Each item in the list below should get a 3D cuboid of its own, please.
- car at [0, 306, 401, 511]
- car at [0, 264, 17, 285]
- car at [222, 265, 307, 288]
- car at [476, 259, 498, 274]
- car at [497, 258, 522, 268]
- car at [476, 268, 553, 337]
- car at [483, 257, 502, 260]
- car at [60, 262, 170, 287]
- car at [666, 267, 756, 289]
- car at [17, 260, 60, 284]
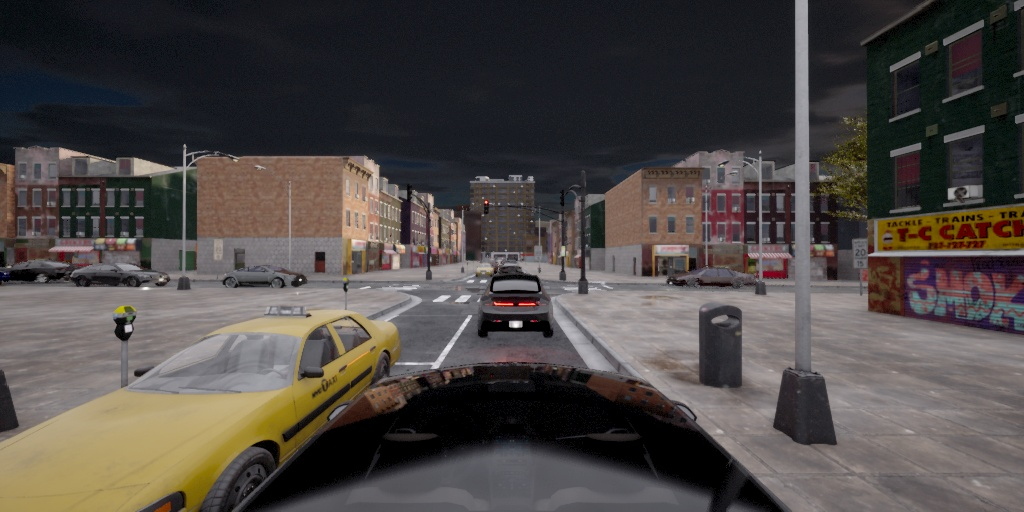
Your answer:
[{"bbox_3d":[-2.640,1.275,3.937,1.751,1.417,4.829,0,0,0],"label":"car"},{"bbox_3d":[-32.919,1.144,21.071,4.718,1.301,1.895,0,0,0],"label":"car"},{"bbox_3d":[-14.501,1.220,21.183,4.181,1.385,1.994,0,0,0],"label":"car"},{"bbox_3d":[-2.678,1.302,35.894,1.751,1.417,4.829,0,0,0],"label":"car"},{"bbox_3d":[-0.116,1.248,32.705,1.882,1.535,5.008,-1,0,-3],"label":"car"},{"bbox_3d":[0.086,1.257,10.320,1.837,1.490,4.892,0,0,0],"label":"car"},{"bbox_3d":[-2.685,1.100,41.507,2.192,1.841,5.009,0,0,0],"label":"car"},{"bbox_3d":[-23.022,1.120,21.133,4.674,1.442,1.812,0,0,0],"label":"car"},{"bbox_3d":[13.441,1.478,24.309,5.357,1.411,2.033,1,0,0],"label":"car"},{"bbox_3d":[-31.749,1.040,24.034,5.008,1.535,1.882,0,0,0],"label":"car"}]
